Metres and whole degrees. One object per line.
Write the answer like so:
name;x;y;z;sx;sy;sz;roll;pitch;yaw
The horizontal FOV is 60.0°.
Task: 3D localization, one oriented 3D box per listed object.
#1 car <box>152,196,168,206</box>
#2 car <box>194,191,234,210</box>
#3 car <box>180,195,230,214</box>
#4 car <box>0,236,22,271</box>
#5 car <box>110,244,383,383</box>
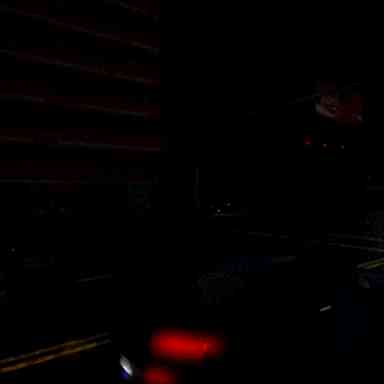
car;-5.080;1.293;46.806;1.994;1.385;4.181;-1;1;-36
car;2.184;0.951;36.704;2.150;2.045;5.566;-1;0;-36
car;0.888;1.317;32.520;2.033;1.411;5.357;-1;1;-36
car;-6.947;1.563;7.606;5.357;1.411;2.033;-1;0;-35
car;1.223;1.484;4.613;4.674;1.442;1.812;-1;0;-36
